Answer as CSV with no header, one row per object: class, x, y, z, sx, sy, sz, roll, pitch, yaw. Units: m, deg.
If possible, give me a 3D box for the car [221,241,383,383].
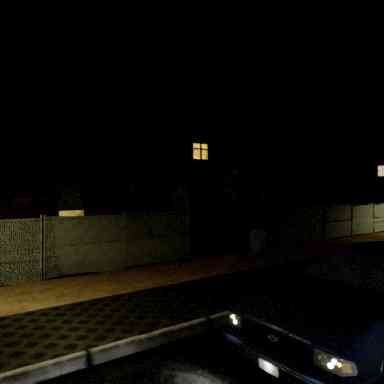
car,3.007,1.546,5.216,5.357,1.411,2.033,0,0,-36
